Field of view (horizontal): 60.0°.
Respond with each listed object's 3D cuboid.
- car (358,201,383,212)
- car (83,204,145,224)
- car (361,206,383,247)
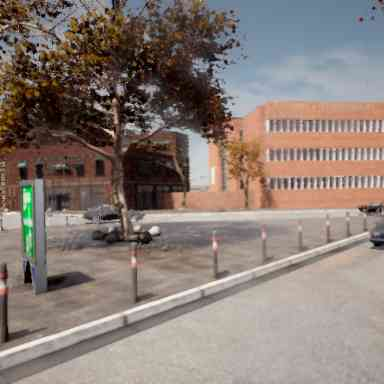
[{"bbox_3d":[18.028,1.430,30.707,4.718,1.301,1.895,-1,0,-7],"label":"car"},{"bbox_3d":[-6.347,1.748,27.284,4.902,1.511,2.128,-1,0,-15],"label":"car"},{"bbox_3d":[8.967,1.418,13.725,2.033,1.411,5.357,-1,0,43],"label":"car"}]
